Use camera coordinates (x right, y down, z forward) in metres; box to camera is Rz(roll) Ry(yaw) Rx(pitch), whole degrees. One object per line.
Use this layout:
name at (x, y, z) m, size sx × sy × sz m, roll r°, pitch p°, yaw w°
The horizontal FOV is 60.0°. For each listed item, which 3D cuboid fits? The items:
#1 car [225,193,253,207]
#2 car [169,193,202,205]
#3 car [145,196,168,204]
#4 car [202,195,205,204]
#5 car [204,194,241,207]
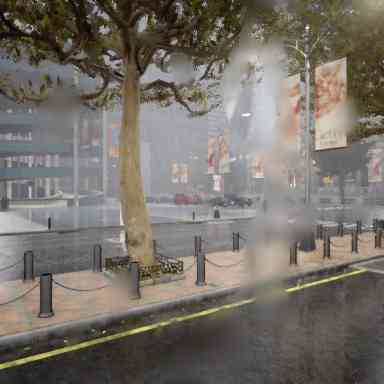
car at (7.194, 1.221, 53.084) m, size 2.150 × 2.045 × 5.566 m, roll 0°, pitch 0°, yaw -36°
car at (-1.166, 1.221, 58.722) m, size 2.150 × 2.045 × 5.566 m, roll 0°, pitch 0°, yaw -36°
car at (-7.684, 1.505, 66.441) m, size 4.892 × 1.490 × 1.837 m, roll 0°, pitch 0°, yaw 43°
car at (1.494, 1.352, 60.949) m, size 2.097 × 1.767 × 4.553 m, roll 0°, pitch 0°, yaw -37°
car at (4.583, 1.492, 50.713) m, size 2.128 × 1.511 × 4.902 m, roll 0°, pitch 0°, yaw -35°
